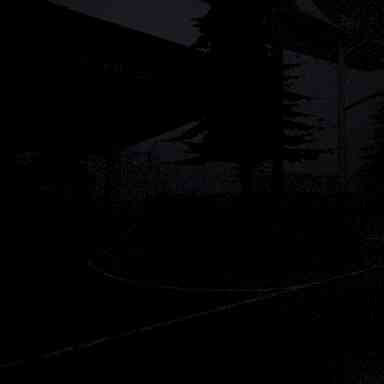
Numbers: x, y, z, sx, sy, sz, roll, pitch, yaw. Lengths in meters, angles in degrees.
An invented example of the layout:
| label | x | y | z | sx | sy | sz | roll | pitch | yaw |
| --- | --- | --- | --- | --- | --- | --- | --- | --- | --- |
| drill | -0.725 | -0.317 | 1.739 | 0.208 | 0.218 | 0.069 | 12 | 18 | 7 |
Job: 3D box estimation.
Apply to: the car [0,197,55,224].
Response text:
| label | x | y | z | sx | sy | sz | roll | pitch | yaw |
| --- | --- | --- | --- | --- | --- | --- | --- | --- | --- |
| car | -11.918 | 1.313 | 23.510 | 3.866 | 1.878 | 1.905 | 0 | 0 | -36 |
